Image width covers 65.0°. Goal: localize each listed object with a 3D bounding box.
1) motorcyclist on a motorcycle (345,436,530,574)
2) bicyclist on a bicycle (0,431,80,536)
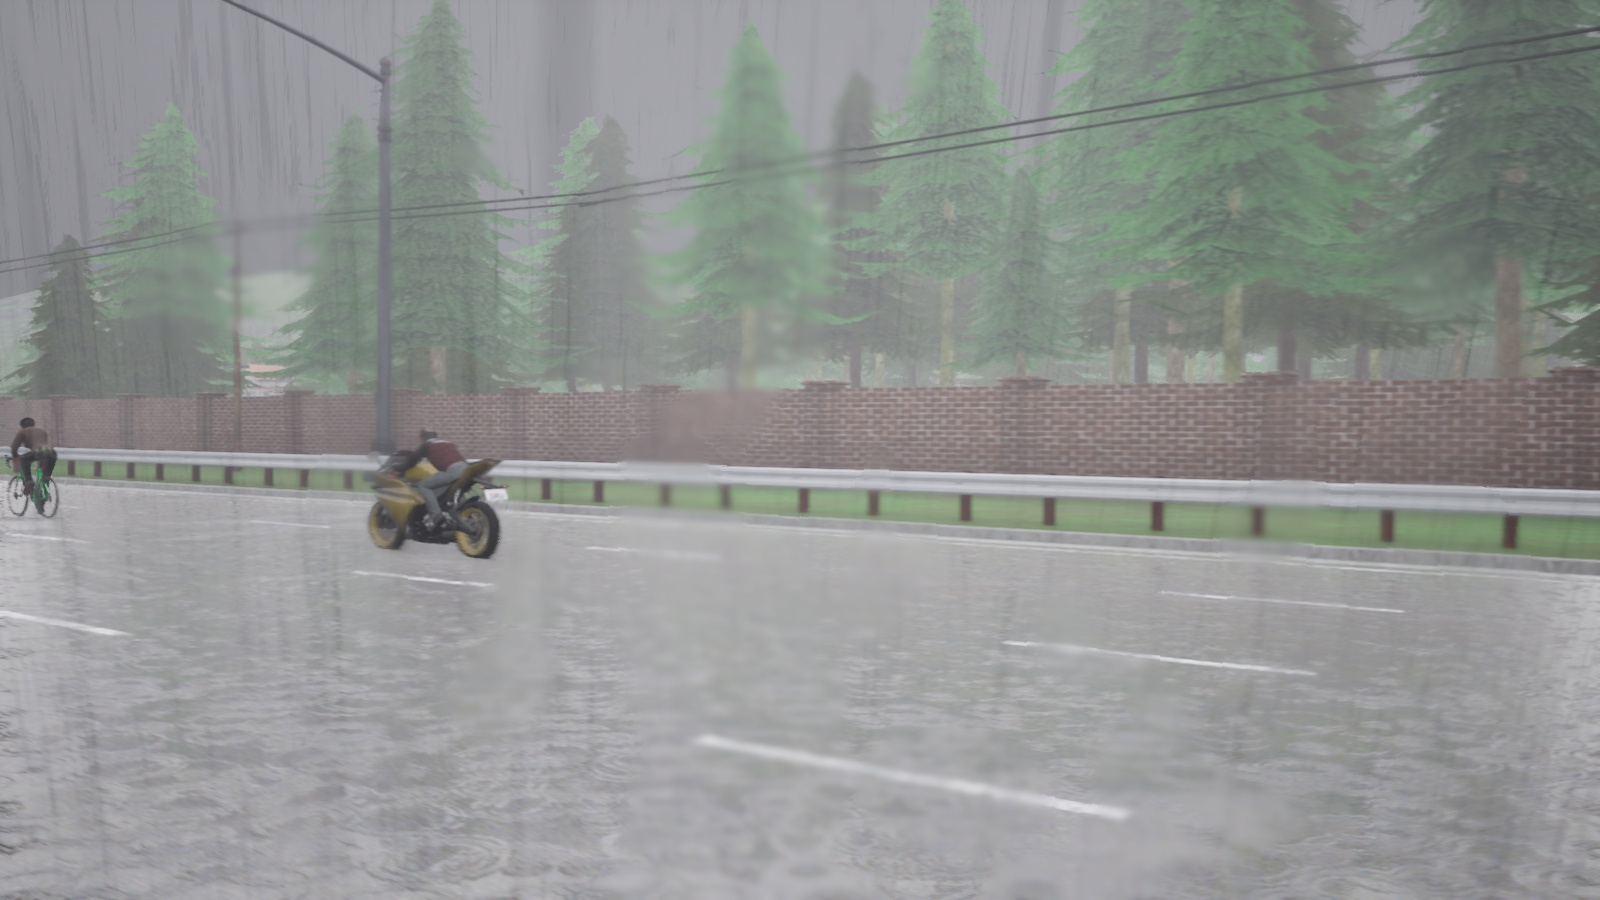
[{"bbox_3d":[-4.317,0.604,14.896,2.191,1.530,0.866,0,1,34],"label":"motorcyclist on a motorcycle"},{"bbox_3d":[-12.327,0.523,20.215,1.656,1.620,0.582,0,1,34],"label":"bicyclist on a bicycle"}]
